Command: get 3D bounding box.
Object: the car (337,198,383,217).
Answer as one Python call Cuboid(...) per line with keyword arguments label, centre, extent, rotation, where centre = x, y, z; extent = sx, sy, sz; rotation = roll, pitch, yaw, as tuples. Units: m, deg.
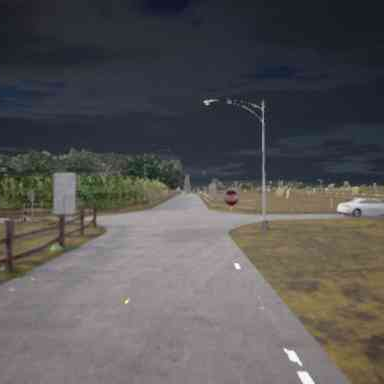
Cuboid(label="car", centre=(13.889, 1.210, 26.229), extent=(4.674, 1.442, 1.812), rotation=(-1, -1, 0))
